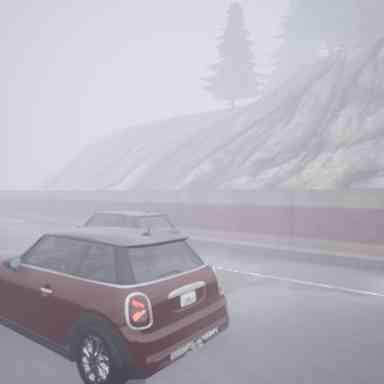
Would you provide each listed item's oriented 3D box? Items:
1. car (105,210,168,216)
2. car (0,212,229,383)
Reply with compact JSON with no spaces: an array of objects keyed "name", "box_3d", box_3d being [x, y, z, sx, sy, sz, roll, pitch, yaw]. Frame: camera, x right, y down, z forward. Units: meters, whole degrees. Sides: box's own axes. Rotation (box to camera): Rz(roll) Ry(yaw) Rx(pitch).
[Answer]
[{"name":"car","box_3d":[-2.370,1.358,10.465,4.553,1.767,2.097,0,0,39]},{"name":"car","box_3d":[-1.731,1.354,5.471,4.553,1.767,2.097,0,0,37]}]
